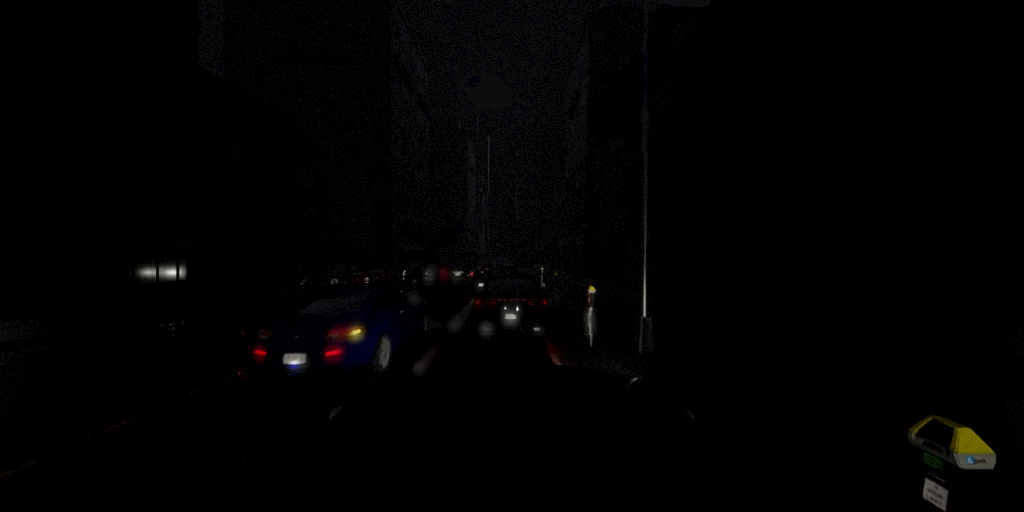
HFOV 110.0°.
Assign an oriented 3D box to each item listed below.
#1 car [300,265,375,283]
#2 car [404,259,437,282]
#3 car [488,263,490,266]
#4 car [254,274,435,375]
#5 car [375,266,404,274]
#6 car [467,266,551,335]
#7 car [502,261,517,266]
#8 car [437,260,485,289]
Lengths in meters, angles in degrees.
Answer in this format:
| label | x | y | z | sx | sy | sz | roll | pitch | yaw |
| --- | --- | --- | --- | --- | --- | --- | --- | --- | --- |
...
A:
| label | x | y | z | sx | sy | sz | roll | pitch | yaw |
| --- | --- | --- | --- | --- | --- | --- | --- | --- | --- |
| car | -8.814 | 1.185 | 18.031 | 1.967 | 1.591 | 4.097 | 0 | 0 | 0 |
| car | -6.244 | 1.094 | 25.373 | 2.097 | 1.767 | 4.553 | 0 | 0 | 0 |
| car | -3.047 | 1.335 | 37.969 | 1.895 | 1.301 | 4.718 | 0 | 0 | 0 |
| car | -3.048 | 1.274 | 7.336 | 1.812 | 1.442 | 4.674 | 0 | 0 | 0 |
| car | -8.814 | 1.325 | 23.617 | 1.802 | 1.307 | 4.207 | 0 | 0 | 0 |
| car | -0.006 | 1.225 | 10.502 | 1.882 | 1.535 | 5.008 | 0 | 0 | 0 |
| car | -0.273 | 1.287 | 34.789 | 2.007 | 1.370 | 4.403 | 0 | 0 | 0 |
| car | -3.145 | 1.096 | 23.060 | 2.097 | 1.767 | 4.553 | 0 | 0 | 0 |
